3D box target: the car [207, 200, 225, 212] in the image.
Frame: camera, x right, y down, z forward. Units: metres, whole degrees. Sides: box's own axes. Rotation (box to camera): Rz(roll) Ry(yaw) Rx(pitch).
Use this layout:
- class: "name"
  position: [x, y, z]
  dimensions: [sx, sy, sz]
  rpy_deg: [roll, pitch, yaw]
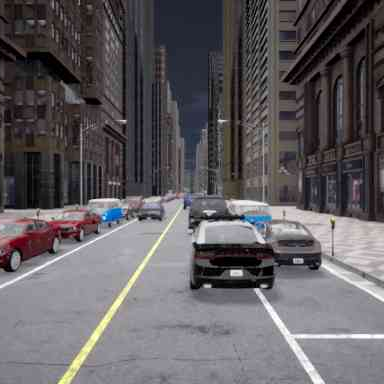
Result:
- class: "car"
  position: [2.727, 1.591, 38.889]
  dimensions: [1.802, 1.307, 4.206]
  rpy_deg: [0, 0, 0]

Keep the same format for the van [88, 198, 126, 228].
- class: "van"
  position: [-5.782, 1.345, 22.013]
  dimensions: [1.690, 1.788, 3.998]
  rpy_deg: [0, 0, 0]

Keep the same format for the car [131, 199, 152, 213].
- class: "car"
  position: [-5.798, 1.534, 38.698]
  dimensions: [1.752, 1.417, 4.829]
  rpy_deg: [0, 0, 0]

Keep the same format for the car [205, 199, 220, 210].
- class: "car"
  position: [2.722, 1.593, 44.507]
  dimensions: [1.802, 1.307, 4.206]
  rpy_deg: [0, 0, 0]

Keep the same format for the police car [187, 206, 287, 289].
- class: "police car"
  position: [0.892, 1.426, 9.270]
  dimensions: [1.930, 1.638, 5.238]
  rpy_deg: [0, 0, 0]

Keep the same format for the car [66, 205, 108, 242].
- class: "car"
  position: [-5.777, 1.547, 16.394]
  dimensions: [1.887, 1.381, 4.507]
  rpy_deg: [0, 0, 0]

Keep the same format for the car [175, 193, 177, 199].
- class: "car"
  position: [-5.845, 1.591, 89.433]
  dimensions: [1.887, 1.381, 4.507]
  rpy_deg: [0, 0, 0]

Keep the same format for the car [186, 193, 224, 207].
- class: "car"
  position: [0.883, 1.227, 19.190]
  dimensions: [2.150, 2.045, 5.566]
  rpy_deg: [0, 0, 0]

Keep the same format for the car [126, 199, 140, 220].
- class: "car"
  position: [-5.788, 1.557, 27.631]
  dimensions: [2.008, 1.369, 4.403]
  rpy_deg: [0, 0, 0]

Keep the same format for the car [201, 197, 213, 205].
- class: "car"
  position: [2.706, 1.589, 61.364]
  dimensions: [1.947, 1.339, 4.313]
  rpy_deg: [0, 0, 0]

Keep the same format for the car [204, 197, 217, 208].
- class: "car"
  position: [2.716, 1.539, 50.296]
  dimensions: [1.752, 1.417, 4.829]
  rpy_deg: [0, 0, 0]

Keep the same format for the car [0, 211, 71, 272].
- class: "car"
  position: [-5.772, 1.546, 10.776]
  dimensions: [1.887, 1.381, 4.507]
  rpy_deg: [0, 0, 0]

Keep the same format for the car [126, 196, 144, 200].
- class: "car"
  position: [-5.793, 1.322, 33.249]
  dimensions: [2.192, 1.841, 5.009]
  rpy_deg: [0, 0, 0]

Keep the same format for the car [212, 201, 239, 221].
- class: "car"
  position: [2.737, 1.531, 27.821]
  dimensions: [1.752, 1.417, 4.829]
  rpy_deg: [0, 0, 0]

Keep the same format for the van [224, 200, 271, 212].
- class: "van"
  position: [2.748, 1.344, 16.413]
  dimensions: [1.690, 1.788, 3.998]
  rpy_deg: [0, 0, 0]

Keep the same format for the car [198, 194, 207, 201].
- class: "car"
  position: [2.685, 1.357, 83.839]
  dimensions: [2.192, 1.841, 5.009]
  rpy_deg: [0, 0, 0]

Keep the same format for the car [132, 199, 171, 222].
- class: "car"
  position: [-3.123, 1.553, 26.763]
  dimensions: [2.033, 1.411, 5.357]
  rpy_deg: [0, 0, 0]

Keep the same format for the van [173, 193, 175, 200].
- class: "van"
  position: [-5.840, 1.383, 83.815]
  dimensions: [1.690, 1.788, 3.998]
  rpy_deg: [0, 0, 0]

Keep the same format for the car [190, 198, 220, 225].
- class: "car"
  position: [0.876, 1.356, 25.130]
  dimensions: [2.097, 1.767, 4.553]
  rpy_deg: [0, 0, 0]

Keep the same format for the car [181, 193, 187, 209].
- class: "car"
  position: [-0.031, 1.232, 44.445]
  dimensions: [2.150, 2.045, 5.566]
  rpy_deg: [0, 0, 0]

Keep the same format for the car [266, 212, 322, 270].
- class: "car"
  position: [2.753, 1.552, 10.794]
  dimensions: [2.008, 1.369, 4.403]
  rpy_deg: [0, 0, 0]

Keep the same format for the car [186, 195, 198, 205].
- class: "car"
  position: [-0.054, 1.373, 58.802]
  dimensions: [2.097, 1.767, 4.553]
  rpy_deg: [0, 0, 0]

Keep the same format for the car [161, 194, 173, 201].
- class: "car"
  position: [-5.829, 1.614, 72.578]
  dimensions: [1.802, 1.307, 4.206]
  rpy_deg: [0, 0, 0]

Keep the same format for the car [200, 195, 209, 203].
- class: "car"
  position: [2.696, 1.472, 72.601]
  dimensions: [1.967, 1.590, 4.097]
  rpy_deg: [0, 0, 0]
